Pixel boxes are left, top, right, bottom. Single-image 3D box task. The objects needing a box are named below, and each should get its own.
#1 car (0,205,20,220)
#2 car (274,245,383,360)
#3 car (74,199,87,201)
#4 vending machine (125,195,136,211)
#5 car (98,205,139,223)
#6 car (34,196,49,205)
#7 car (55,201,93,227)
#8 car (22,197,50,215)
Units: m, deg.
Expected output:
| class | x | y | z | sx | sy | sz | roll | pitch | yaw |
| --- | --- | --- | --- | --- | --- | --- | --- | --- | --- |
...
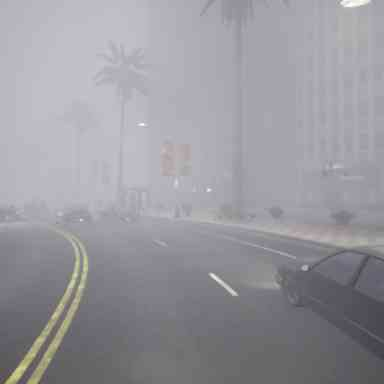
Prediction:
| class | x | y | z | sx | sy | sz | roll | pitch | yaw |
| --- | --- | --- | --- | --- | --- | --- | --- | --- | --- |
| car | -16.457 | 1.803 | 29.363 | 1.895 | 1.301 | 4.718 | 0 | 0 | -34 |
| car | 3.060 | 1.542 | 5.001 | 2.033 | 1.411 | 5.357 | 0 | 0 | -8 |
| car | -15.557 | 1.728 | 46.203 | 2.231 | 1.521 | 4.892 | 0 | 0 | -34 |
| vending machine | -7.819 | 1.378 | 42.438 | 1.100 | 2.100 | 0.880 | 0 | 0 | -34 |
| car | -5.947 | 1.722 | 26.483 | 1.895 | 1.301 | 4.718 | 0 | 0 | -33 |
| car | -32.012 | 1.788 | 70.536 | 2.185 | 1.767 | 4.553 | 0 | 0 | -34 |
| car | -8.644 | 1.637 | 24.142 | 1.837 | 1.490 | 4.892 | 0 | 0 | -32 |
| car | -17.705 | 1.588 | 37.785 | 2.097 | 1.767 | 4.553 | 0 | 0 | -34 |
